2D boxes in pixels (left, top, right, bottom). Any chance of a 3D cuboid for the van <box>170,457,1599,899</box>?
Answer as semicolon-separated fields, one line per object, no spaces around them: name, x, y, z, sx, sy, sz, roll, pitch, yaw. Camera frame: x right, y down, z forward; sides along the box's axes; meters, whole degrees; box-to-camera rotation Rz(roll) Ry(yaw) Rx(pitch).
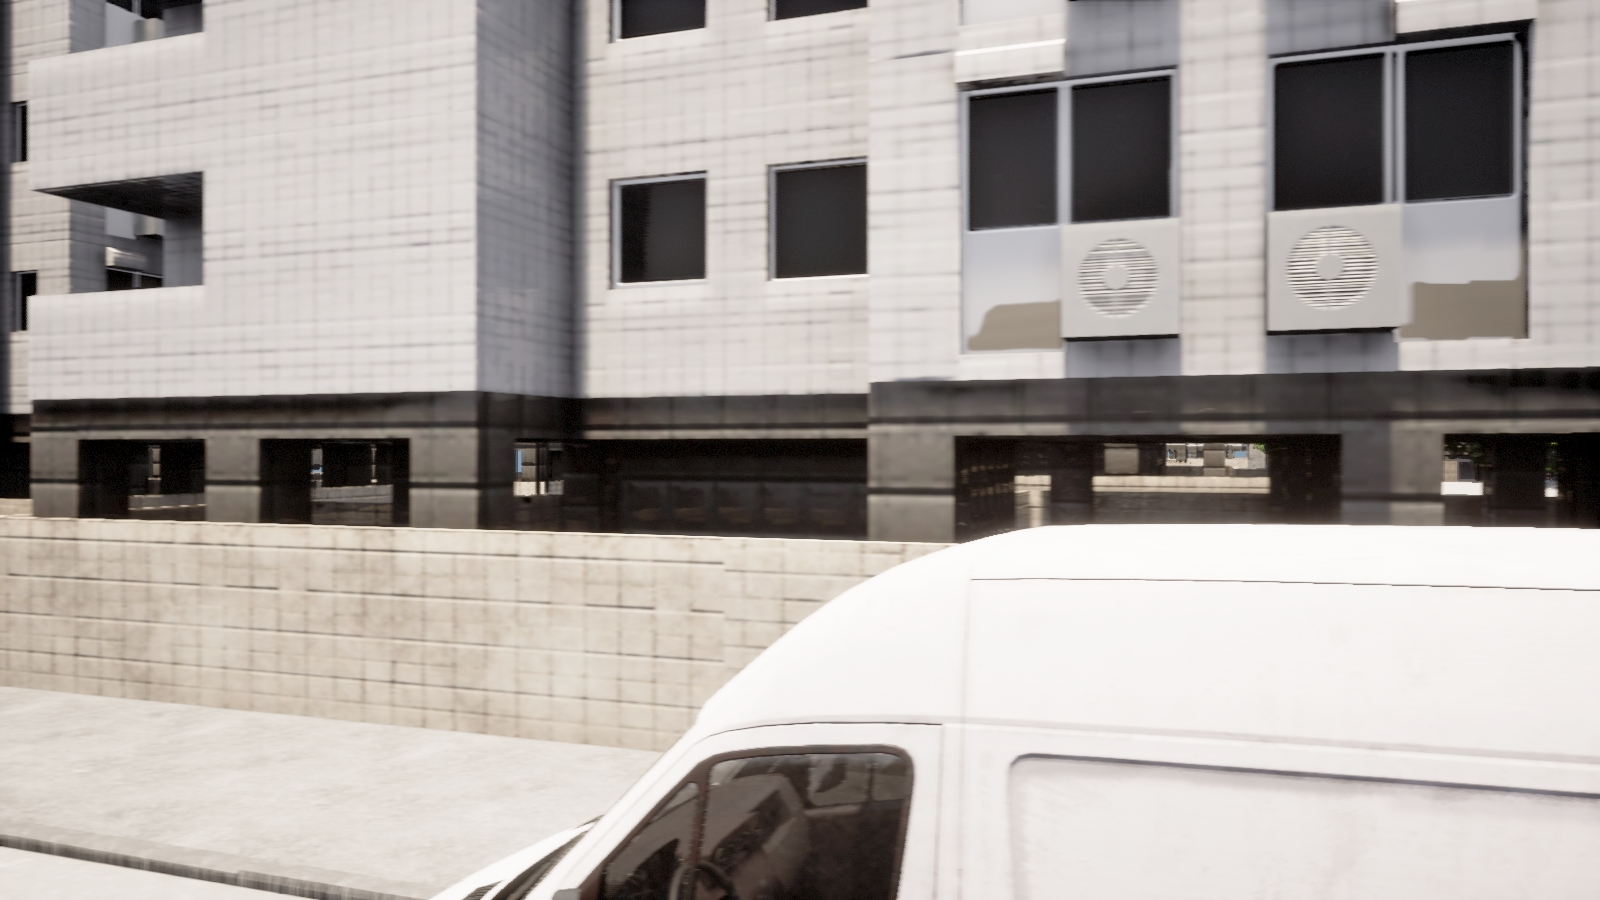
van;1.198;1.314;3.434;5.915;2.561;1.988;0;0;20
